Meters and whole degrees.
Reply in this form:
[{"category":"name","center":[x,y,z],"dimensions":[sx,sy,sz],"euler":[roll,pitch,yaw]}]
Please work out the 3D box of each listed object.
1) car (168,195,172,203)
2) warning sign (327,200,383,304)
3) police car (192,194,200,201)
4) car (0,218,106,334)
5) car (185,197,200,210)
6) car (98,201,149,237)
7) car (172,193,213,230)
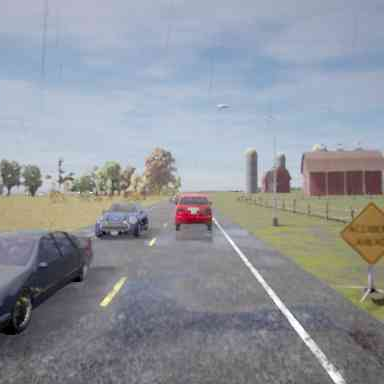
[{"category":"car","center":[-3.511,1.349,65.061],"dimensions":[2.128,1.511,4.902],"euler":[0,0,0]},{"category":"warning sign","center":[3.543,1.103,6.596],"dimensions":[1.300,1.860,1.060],"euler":[0,0,0]},{"category":"police car","center":[1.052,1.211,81.700],"dimensions":[1.930,1.638,5.238],"euler":[0,0,0]},{"category":"car","center":[-3.595,1.534,6.972],"dimensions":[2.033,1.411,5.357],"euler":[0,0,0]},{"category":"car","center":[0.093,1.410,42.773],"dimensions":[1.837,1.490,4.892],"euler":[0,0,0]},{"category":"car","center":[-3.588,1.317,17.711],"dimensions":[2.097,1.767,4.553],"euler":[0,0,0]},{"category":"car","center":[0.100,1.180,20.861],"dimensions":[2.150,2.045,5.566],"euler":[0,0,0]}]
